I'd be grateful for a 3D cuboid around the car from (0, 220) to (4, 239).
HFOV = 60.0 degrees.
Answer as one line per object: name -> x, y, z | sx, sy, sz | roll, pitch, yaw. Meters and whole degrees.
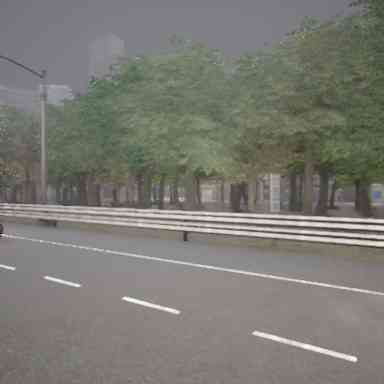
car -> -10.710, 1.538, 15.817 | 4.674, 1.442, 1.812 | 0, 0, 36
